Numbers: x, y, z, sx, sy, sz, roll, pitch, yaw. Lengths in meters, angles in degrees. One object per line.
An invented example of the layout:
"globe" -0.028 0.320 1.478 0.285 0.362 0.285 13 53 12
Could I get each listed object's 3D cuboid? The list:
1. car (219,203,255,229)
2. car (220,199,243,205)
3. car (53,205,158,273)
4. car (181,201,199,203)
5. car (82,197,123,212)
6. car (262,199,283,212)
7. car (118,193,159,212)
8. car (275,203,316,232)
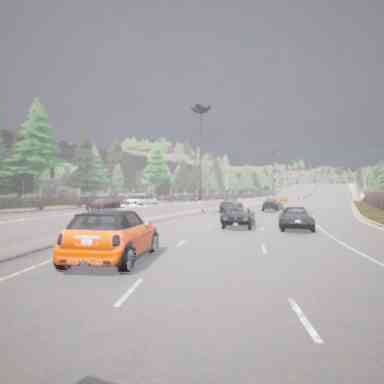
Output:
"car" 3.084 1.615 21.723 1.895 1.301 4.718 0 0 14
"car" 4.432 1.511 36.585 2.128 1.511 4.902 0 0 22
"car" -2.523 1.336 10.877 2.097 1.767 4.553 0 0 7
"car" -0.348 1.342 43.685 2.097 1.767 4.553 0 0 25
"car" -10.181 1.413 38.271 1.882 1.535 5.008 0 0 21
"car" 9.666 1.553 39.840 1.837 1.490 4.892 0 0 24
"car" -6.149 1.179 39.067 2.150 2.045 5.566 0 0 22
"car" 6.344 1.597 20.414 1.994 1.385 4.181 0 0 13
